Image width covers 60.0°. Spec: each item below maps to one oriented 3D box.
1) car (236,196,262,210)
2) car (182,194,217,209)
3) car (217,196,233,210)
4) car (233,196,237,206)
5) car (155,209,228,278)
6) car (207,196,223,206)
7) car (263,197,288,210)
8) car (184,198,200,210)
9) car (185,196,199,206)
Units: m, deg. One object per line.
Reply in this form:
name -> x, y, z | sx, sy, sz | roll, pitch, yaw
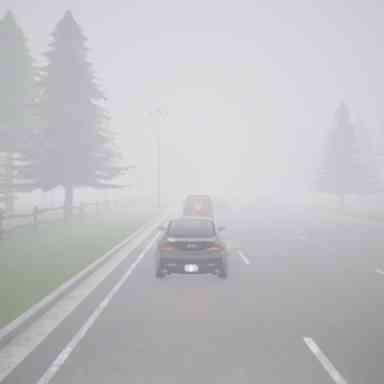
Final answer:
car -> 6.996, 1.403, 41.020 | 1.812, 1.442, 4.674 | 0, 0, 0
car -> 0.412, 1.148, 24.859 | 2.150, 2.045, 5.566 | 0, 0, 0
car -> 3.496, 1.441, 41.020 | 1.994, 1.385, 4.181 | 0, 0, 0
car -> 6.995, 1.325, 51.024 | 1.882, 1.535, 5.008 | 0, 0, 0
car -> -0.016, 1.474, 9.983 | 1.837, 1.490, 4.892 | 0, 0, 0
car -> 3.495, 1.339, 51.023 | 2.128, 1.511, 4.902 | 0, 0, 0
car -> 10.496, 1.403, 41.021 | 1.812, 1.442, 4.674 | 0, 0, 0
car -> -0.004, 1.478, 41.050 | 1.895, 1.301, 4.718 | 0, 0, 0
car -> -0.005, 1.339, 51.023 | 2.128, 1.511, 4.902 | 0, 0, 0
